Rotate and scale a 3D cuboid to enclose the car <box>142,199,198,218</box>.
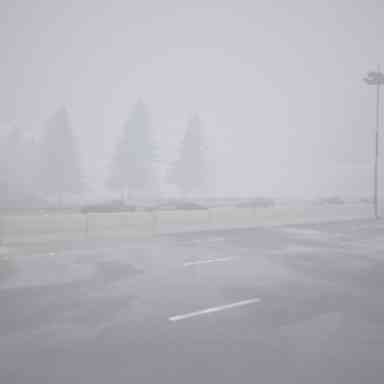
[{"bbox_3d":[-1.840,1.326,27.610,4.181,1.385,1.994,0,1,-32],"label":"car"}]

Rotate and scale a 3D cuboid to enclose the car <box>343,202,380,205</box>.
[{"bbox_3d":[19.131,1.481,36.516,4.718,1.301,1.895,0,1,-32],"label":"car"}]

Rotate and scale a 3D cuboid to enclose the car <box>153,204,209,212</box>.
[{"bbox_3d":[-0.683,1.363,24.208,4.181,1.385,1.994,0,1,-32],"label":"car"}]

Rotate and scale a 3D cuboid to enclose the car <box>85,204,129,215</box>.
[{"bbox_3d":[-7.242,1.308,28.368,4.718,1.301,1.895,0,1,-32],"label":"car"}]

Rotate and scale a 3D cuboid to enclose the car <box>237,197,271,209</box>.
[{"bbox_3d":[7.130,1.244,37.319,5.008,1.535,1.882,0,0,-32],"label":"car"}]
